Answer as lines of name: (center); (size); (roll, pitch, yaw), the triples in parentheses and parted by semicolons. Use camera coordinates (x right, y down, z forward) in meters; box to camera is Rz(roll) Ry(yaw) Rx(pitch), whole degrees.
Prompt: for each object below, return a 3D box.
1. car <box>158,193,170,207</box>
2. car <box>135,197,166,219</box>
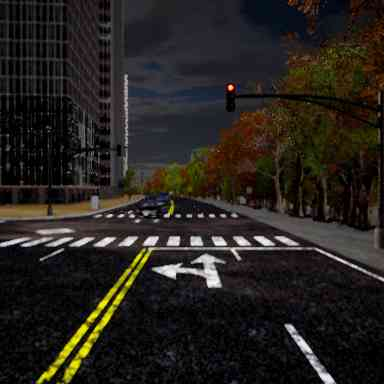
car: (-4.472, 1.410, 48.388); (2.128, 1.511, 4.902); (0, 1, -3)
car: (-3.665, 1.462, 28.462); (2.128, 1.511, 4.902); (0, 0, -2)
